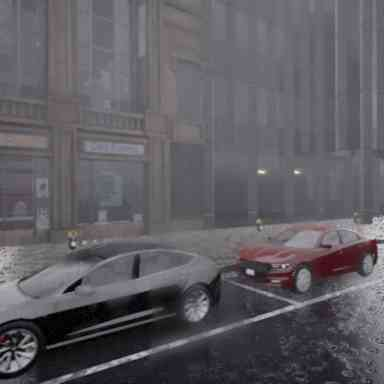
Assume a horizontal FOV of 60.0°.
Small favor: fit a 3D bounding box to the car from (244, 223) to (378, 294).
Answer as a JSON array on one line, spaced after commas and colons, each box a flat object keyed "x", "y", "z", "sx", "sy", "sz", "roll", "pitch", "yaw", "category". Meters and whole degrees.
[{"x": 3.146, "y": 1.560, "z": 8.786, "sx": 4.507, "sy": 1.381, "sz": 1.887, "roll": 0, "pitch": -1, "yaw": -35, "category": "car"}]

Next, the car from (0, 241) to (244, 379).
[{"x": -1.433, "y": 1.570, "z": 5.520, "sx": 4.313, "sy": 1.339, "sz": 1.947, "roll": 0, "pitch": -1, "yaw": -35, "category": "car"}]
